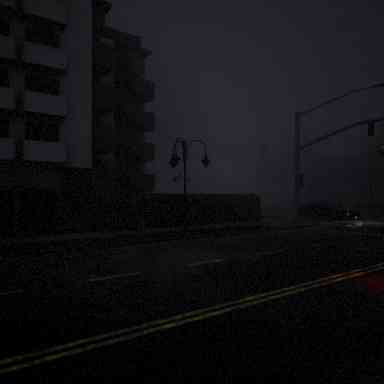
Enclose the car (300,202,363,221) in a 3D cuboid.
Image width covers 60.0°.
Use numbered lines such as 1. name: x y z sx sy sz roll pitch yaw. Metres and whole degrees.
1. car: 11.029 1.547 27.357 2.033 1.411 5.357 0 0 -31
